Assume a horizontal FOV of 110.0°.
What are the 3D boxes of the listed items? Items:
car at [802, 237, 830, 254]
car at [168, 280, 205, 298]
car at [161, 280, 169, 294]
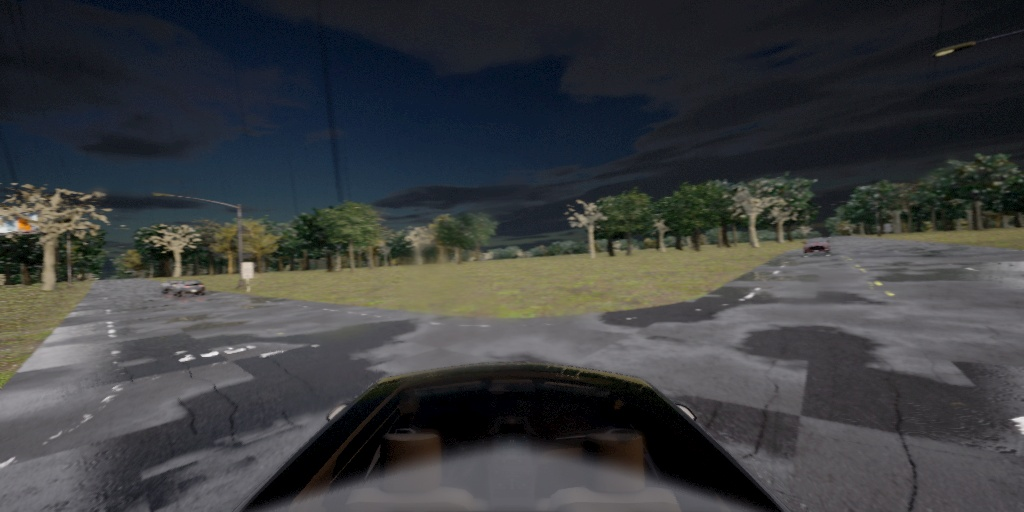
[{"bbox_3d":[32.159,-1.192,37.928,2.097,1.767,4.553,-4,0,40],"label":"car"},{"bbox_3d":[-30.825,3.074,34.253,4.902,1.511,2.128,-3,-1,41],"label":"car"},{"bbox_3d":[-38.832,3.481,41.259,4.902,1.511,2.128,-3,0,41],"label":"car"}]
